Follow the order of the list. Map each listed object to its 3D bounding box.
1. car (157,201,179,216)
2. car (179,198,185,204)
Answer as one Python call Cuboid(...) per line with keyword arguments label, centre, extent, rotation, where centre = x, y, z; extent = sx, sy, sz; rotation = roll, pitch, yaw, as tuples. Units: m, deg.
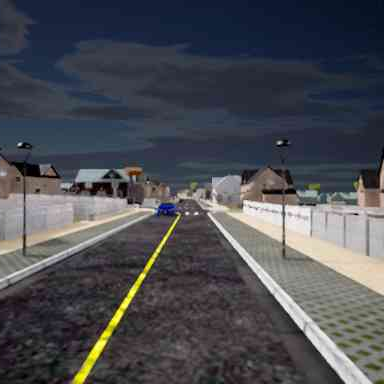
Cuboid(label="car", centre=(-2.766, 1.851, 37.255), extent=(1.882, 1.535, 5.008), rotation=(0, -1, 0))
Cuboid(label="car", centre=(-2.777, 2.479, 91.309), extent=(1.837, 1.490, 4.892), rotation=(0, -1, 0))
